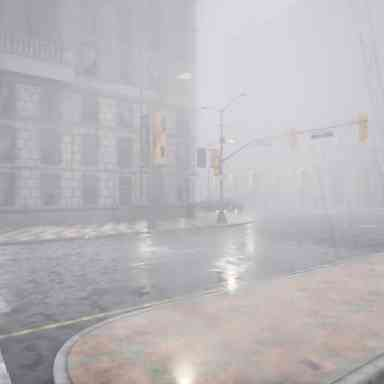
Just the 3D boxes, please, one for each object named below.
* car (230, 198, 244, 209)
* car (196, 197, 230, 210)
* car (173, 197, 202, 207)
[{"bbox_3d":[4.887,1.505,44.678,1.837,1.490,4.892,0,0,-36],"label":"car"},{"bbox_3d":[2.326,1.564,42.245,1.994,1.385,4.181,0,0,-36],"label":"car"},{"bbox_3d":[-0.798,1.547,52.624,2.033,1.411,5.357,0,0,-35],"label":"car"}]
